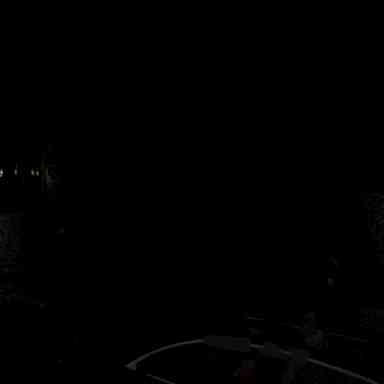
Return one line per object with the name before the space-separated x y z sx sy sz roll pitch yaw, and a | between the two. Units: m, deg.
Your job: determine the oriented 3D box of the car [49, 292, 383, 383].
car | 0.641 1.550 2.617 4.403 1.369 2.008 0 0 36
